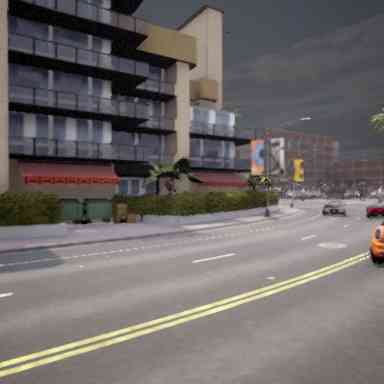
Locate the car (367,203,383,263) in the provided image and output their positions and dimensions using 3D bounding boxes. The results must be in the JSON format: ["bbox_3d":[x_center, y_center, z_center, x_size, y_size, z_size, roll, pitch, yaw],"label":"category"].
[{"bbox_3d":[7.668,1.341,11.046,2.097,1.767,4.553,0,0,45],"label":"car"}]

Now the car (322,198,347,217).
[{"bbox_3d":[13.475,1.565,31.278,1.994,1.385,4.181,0,0,26],"label":"car"}]
